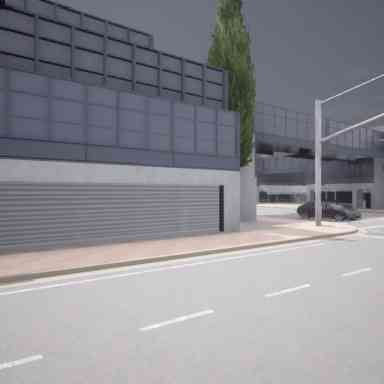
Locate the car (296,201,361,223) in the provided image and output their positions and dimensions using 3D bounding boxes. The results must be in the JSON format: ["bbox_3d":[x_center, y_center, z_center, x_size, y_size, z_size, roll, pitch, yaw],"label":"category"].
[{"bbox_3d":[10.694,1.506,26.184,1.837,1.490,4.892,0,0,-37],"label":"car"}]

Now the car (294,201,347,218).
[{"bbox_3d":[11.744,1.564,30.651,1.994,1.385,4.181,0,0,-37],"label":"car"}]
